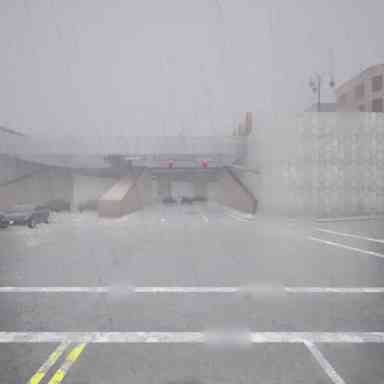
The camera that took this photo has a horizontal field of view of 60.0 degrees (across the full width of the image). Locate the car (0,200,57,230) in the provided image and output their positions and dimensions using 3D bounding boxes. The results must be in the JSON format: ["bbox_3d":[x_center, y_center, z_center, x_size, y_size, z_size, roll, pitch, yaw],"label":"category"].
[{"bbox_3d":[-10.604,1.509,21.460,1.837,1.490,4.892,0,-1,-6],"label":"car"}]

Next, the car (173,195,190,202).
[{"bbox_3d":[-2.338,1.532,74.668,1.812,1.442,4.674,0,0,24],"label":"car"}]

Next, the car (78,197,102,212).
[{"bbox_3d":[-11.437,1.605,37.990,1.895,1.301,4.718,0,0,-1],"label":"car"}]

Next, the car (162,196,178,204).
[{"bbox_3d":[-4.513,1.554,64.311,2.033,1.411,5.357,0,0,5],"label":"car"}]

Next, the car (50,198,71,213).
[{"bbox_3d":[-14.900,1.481,36.555,1.882,1.535,5.008,0,0,-1],"label":"car"}]

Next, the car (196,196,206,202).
[{"bbox_3d":[1.530,1.532,74.795,1.812,1.442,4.674,0,0,28],"label":"car"}]

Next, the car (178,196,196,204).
[{"bbox_3d":[-0.983,1.554,64.810,2.033,1.411,5.357,0,0,4],"label":"car"}]
